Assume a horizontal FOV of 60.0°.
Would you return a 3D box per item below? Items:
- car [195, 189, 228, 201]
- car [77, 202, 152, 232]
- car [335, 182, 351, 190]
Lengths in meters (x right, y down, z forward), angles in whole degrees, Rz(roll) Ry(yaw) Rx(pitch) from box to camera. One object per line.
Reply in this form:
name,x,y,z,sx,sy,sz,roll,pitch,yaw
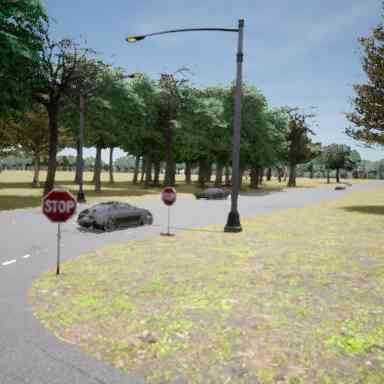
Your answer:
car,2.298,0.295,39.098,1.895,1.301,4.718,4,4,35
car,-4.073,1.226,18.116,1.994,1.385,4.181,4,4,35
car,36.040,-1.141,80.074,1.895,1.301,4.718,4,4,35
